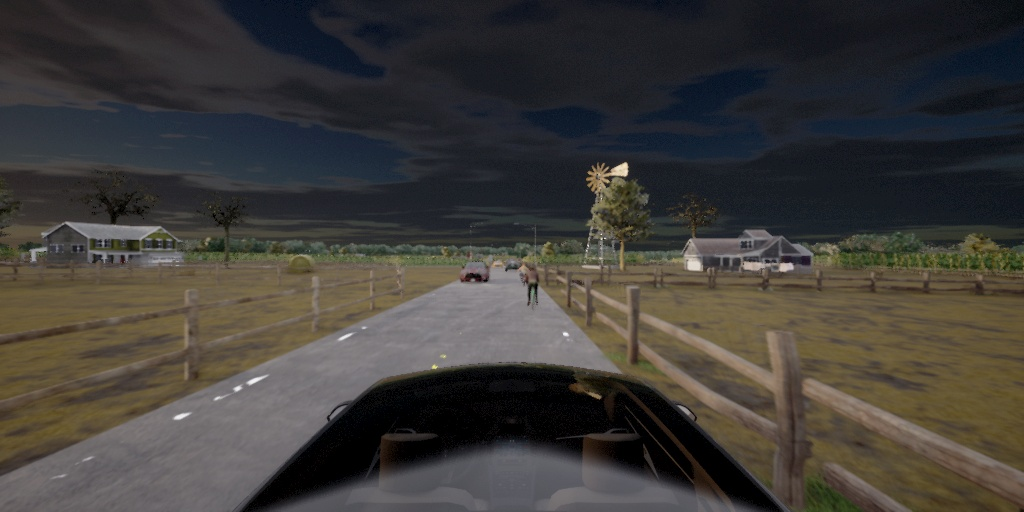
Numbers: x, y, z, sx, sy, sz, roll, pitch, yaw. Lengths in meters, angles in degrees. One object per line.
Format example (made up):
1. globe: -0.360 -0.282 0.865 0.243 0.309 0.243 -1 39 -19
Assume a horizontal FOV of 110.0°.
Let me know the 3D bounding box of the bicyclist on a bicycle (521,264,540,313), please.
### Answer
1. bicyclist on a bicycle: 0.757 1.217 13.176 0.582 1.620 1.656 0 0 0

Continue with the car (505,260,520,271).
1. car: 0.091 1.360 53.735 2.097 1.767 4.553 0 -1 0

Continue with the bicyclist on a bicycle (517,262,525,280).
1. bicyclist on a bicycle: 0.783 1.242 24.220 0.866 1.612 1.509 0 0 0

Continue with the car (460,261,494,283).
1. car: -2.846 1.177 28.454 2.097 1.767 4.553 0 0 0
